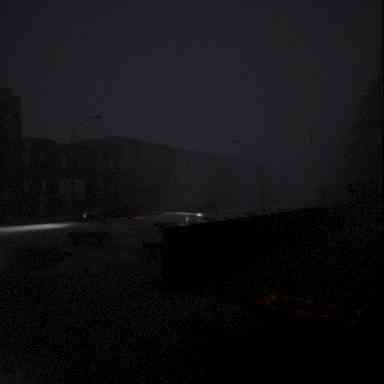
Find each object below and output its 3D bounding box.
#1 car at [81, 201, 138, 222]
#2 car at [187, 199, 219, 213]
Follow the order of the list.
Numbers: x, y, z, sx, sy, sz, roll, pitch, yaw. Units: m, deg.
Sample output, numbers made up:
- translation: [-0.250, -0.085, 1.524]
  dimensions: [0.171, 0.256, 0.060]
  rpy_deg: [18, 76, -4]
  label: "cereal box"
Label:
- translation: [-6.454, 1.500, 26.461]
  dimensions: [2.128, 1.511, 4.902]
  rpy_deg: [0, 0, 36]
  label: "car"
- translation: [1.312, 1.534, 37.293]
  dimensions: [1.812, 1.442, 4.674]
  rpy_deg: [0, 0, 36]
  label: "car"
